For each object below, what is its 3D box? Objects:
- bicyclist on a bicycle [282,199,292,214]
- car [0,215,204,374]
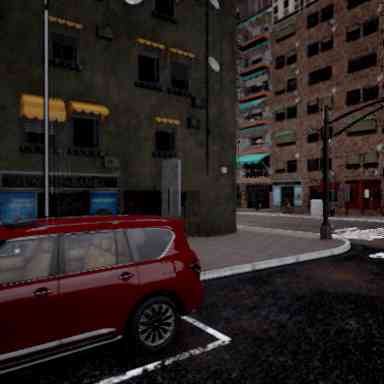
[{"bbox_3d":[9.869,1.513,34.526,1.656,1.620,0.582,-1,0,-36],"label":"bicyclist on a bicycle"},{"bbox_3d":[-2.127,1.314,4.582,5.009,1.841,2.192,0,0,-35],"label":"car"}]
